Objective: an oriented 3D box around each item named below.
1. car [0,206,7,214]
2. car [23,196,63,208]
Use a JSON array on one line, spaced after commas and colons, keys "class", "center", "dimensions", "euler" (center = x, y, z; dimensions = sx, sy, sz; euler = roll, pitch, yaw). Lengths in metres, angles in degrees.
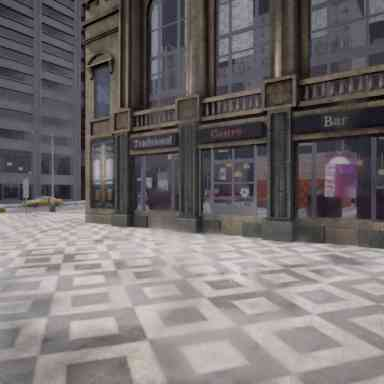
[{"class": "car", "center": [-18.097, 1.342, 27.718], "dimensions": [1.752, 1.417, 4.829], "euler": [1, 2, 36]}, {"class": "car", "center": [-18.577, 1.145, 41.619], "dimensions": [1.752, 1.417, 4.829], "euler": [1, 2, 36]}]
